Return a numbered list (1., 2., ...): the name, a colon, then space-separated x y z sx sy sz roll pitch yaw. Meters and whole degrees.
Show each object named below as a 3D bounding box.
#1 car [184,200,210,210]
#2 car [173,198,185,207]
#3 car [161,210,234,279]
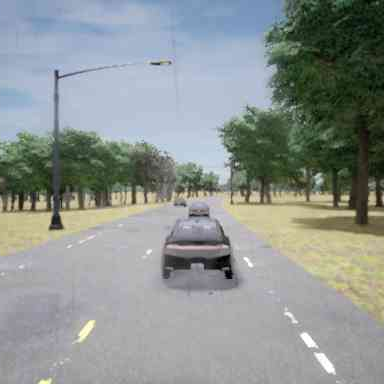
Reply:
1. car: 0.638 1.626 29.783 2.033 1.411 5.357 0 0 2
2. car: -1.894 1.674 53.786 1.837 1.490 4.892 0 -1 4
3. car: 0.168 1.519 10.167 2.128 1.511 4.902 0 0 1
